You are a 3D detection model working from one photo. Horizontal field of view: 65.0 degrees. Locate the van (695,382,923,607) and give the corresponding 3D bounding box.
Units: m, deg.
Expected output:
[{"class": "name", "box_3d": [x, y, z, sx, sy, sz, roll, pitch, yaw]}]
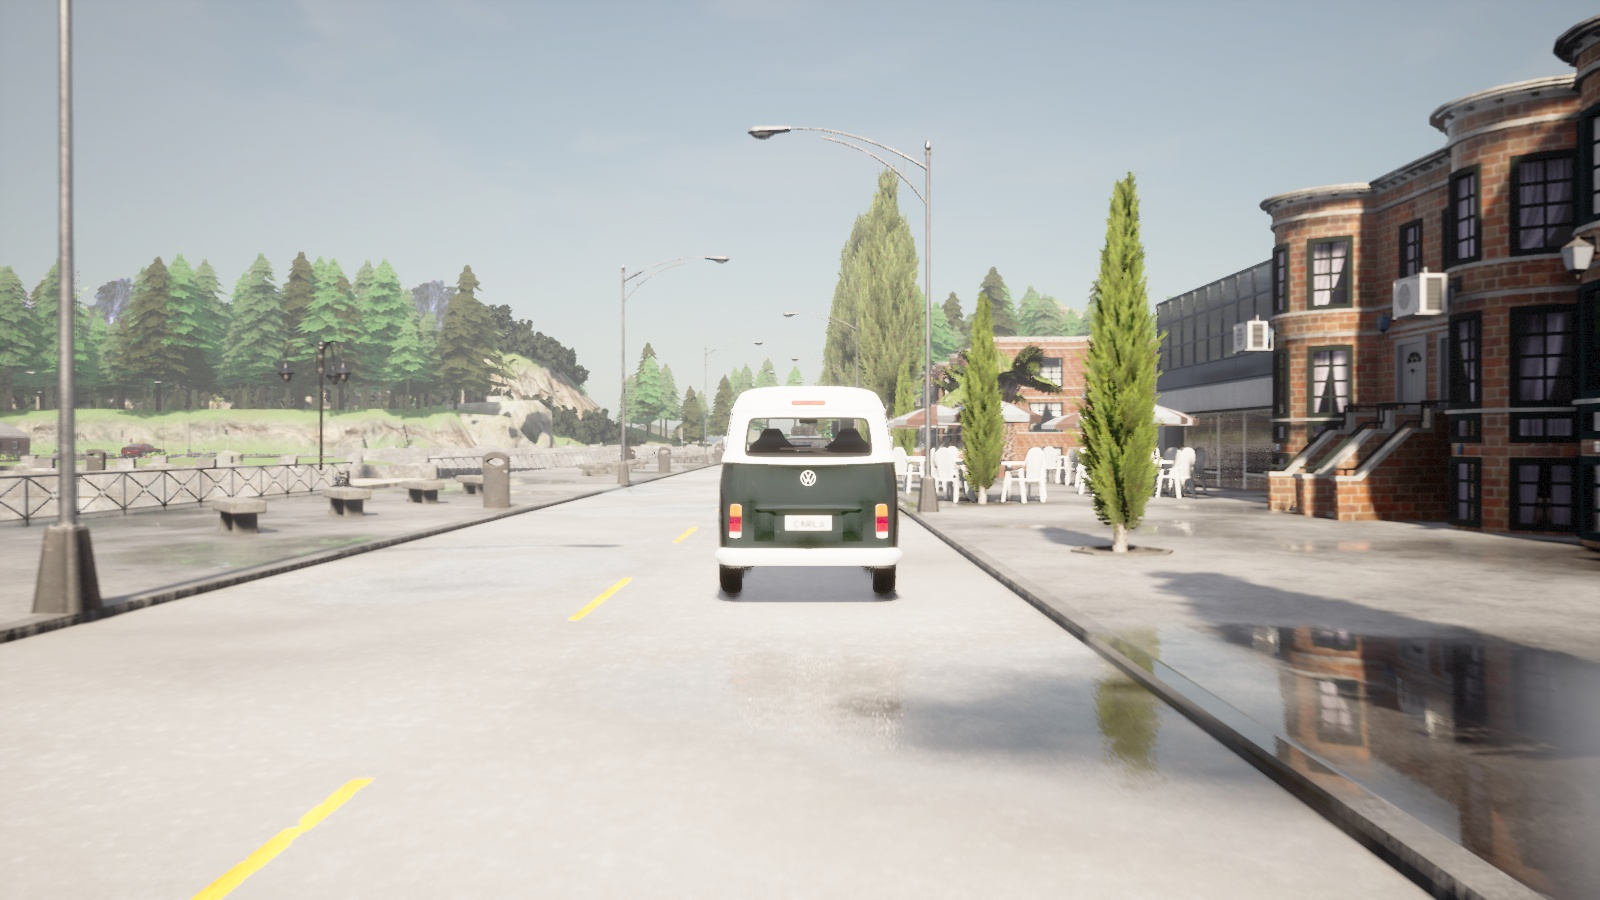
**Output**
[{"class": "van", "box_3d": [0.091, 0.393, 13.644, 2.069, 2.038, 4.480, 0, 0, 0]}]
